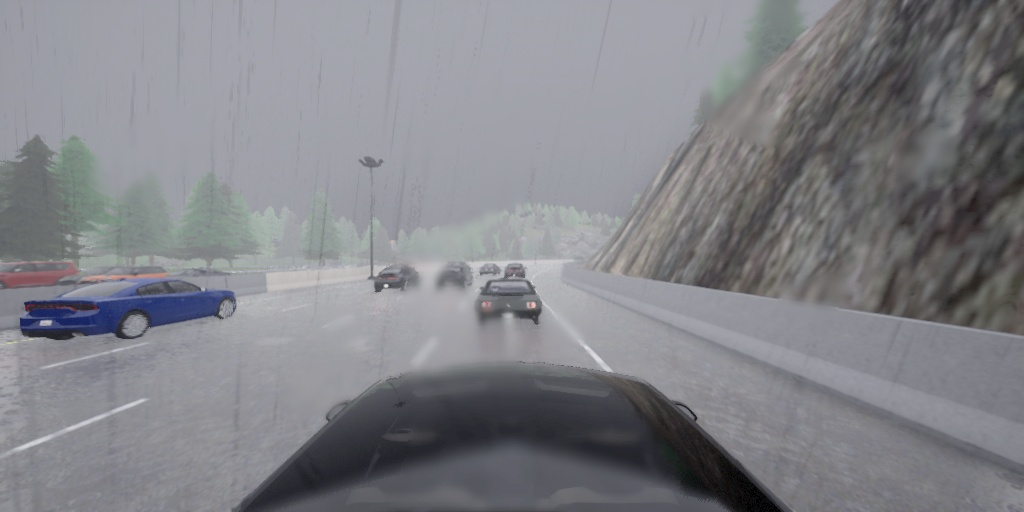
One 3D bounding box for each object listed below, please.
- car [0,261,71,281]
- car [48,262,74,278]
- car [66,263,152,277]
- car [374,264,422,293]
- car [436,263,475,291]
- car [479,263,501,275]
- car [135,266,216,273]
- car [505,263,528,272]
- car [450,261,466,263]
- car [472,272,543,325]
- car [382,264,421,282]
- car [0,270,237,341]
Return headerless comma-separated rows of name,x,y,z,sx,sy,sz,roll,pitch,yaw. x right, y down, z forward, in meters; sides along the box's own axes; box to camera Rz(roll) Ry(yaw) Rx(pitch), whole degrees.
car,-31.836,1.389,23.180,2.150,2.045,5.566,-1,0,1
car,-28.279,1.496,25.101,2.097,1.767,4.553,-1,0,2
car,-24.824,1.454,23.224,2.097,1.767,4.553,-1,0,1
car,-7.135,1.439,22.833,1.837,1.490,4.892,-1,0,1
car,-3.643,1.407,23.429,1.837,1.490,4.892,-1,0,1
car,-2.455,1.535,41.199,2.033,1.411,5.357,-1,0,7
car,-21.315,1.565,23.928,2.128,1.511,4.902,-1,0,2
car,0.350,1.425,33.634,1.837,1.490,4.892,-1,0,4
car,-5.970,1.370,40.820,2.097,1.767,4.553,-1,0,6
car,-0.113,1.409,12.160,1.895,1.301,4.718,-1,0,-1
car,-10.184,1.523,33.417,1.837,1.490,4.892,-1,0,4
car,-10.580,1.376,10.568,1.882,1.535,5.008,-1,0,-1
